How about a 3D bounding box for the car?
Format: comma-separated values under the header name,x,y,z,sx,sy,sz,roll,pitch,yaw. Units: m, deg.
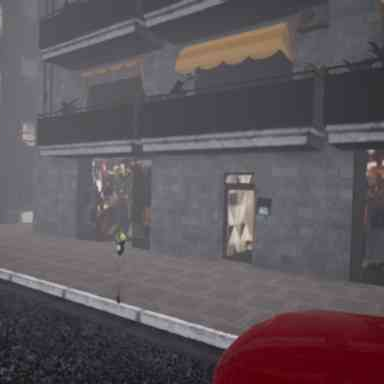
name,x,y,z,sx,sy,sz,roll,pitch,yaw
car,2.332,1.345,1.275,5.009,1.841,2.192,1,2,34
